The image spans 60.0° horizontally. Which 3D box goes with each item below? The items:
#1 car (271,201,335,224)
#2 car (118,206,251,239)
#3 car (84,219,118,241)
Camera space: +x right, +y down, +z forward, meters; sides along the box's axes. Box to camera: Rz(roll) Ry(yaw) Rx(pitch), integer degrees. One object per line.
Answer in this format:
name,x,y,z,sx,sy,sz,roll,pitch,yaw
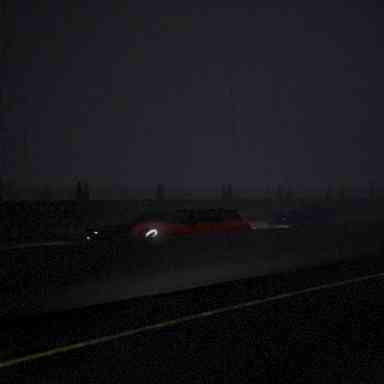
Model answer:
car,8.029,1.438,24.049,5.008,1.535,1.882,0,0,-24
car,-0.043,1.323,11.986,4.553,1.767,2.097,0,0,-30
car,-1.960,1.508,14.995,5.357,1.411,2.033,0,0,-31
